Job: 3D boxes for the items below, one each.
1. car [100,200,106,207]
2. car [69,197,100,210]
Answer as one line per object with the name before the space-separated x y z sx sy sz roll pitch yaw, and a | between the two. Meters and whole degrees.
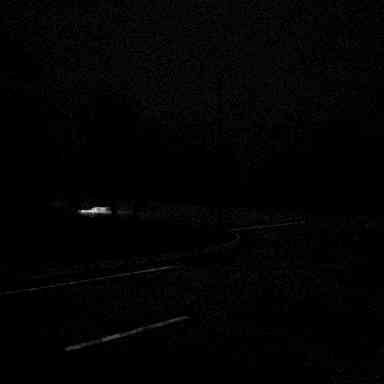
car | -14.221 1.448 47.713 2.033 1.411 5.357 -1 0 -38
car | -13.922 1.411 41.726 2.128 1.511 4.902 -1 0 -39
